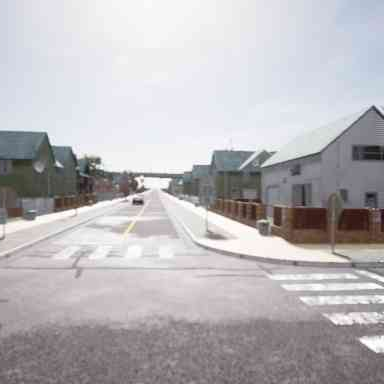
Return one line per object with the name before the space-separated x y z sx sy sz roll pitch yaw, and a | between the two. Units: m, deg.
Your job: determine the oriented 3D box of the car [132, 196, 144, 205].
car | -8.732 1.371 54.023 1.895 1.301 4.718 1 0 -6
